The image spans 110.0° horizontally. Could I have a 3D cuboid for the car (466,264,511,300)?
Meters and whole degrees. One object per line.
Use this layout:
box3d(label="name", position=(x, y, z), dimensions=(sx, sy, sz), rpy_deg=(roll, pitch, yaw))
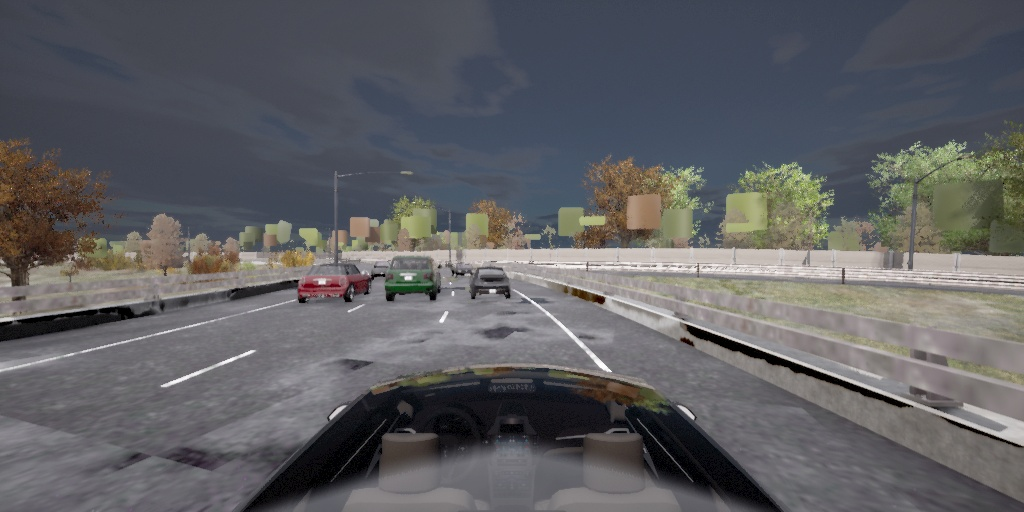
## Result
box3d(label="car", position=(-1.180, 1.264, 17.868), dimensions=(1.837, 1.490, 4.892), rpy_deg=(0, 0, -8))

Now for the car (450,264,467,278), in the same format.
box3d(label="car", position=(-4.653, 1.365, 33.755), dimensions=(1.895, 1.301, 4.718), rpy_deg=(0, 0, -16))

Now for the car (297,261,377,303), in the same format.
box3d(label="car", position=(-8.103, 1.114, 16.835), dimensions=(2.097, 1.767, 4.553), rpy_deg=(0, 0, -8))

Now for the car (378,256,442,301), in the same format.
box3d(label="car", position=(-4.648, 1.006, 17.396), dimensions=(2.150, 2.045, 5.566), rpy_deg=(0, 0, -8))
